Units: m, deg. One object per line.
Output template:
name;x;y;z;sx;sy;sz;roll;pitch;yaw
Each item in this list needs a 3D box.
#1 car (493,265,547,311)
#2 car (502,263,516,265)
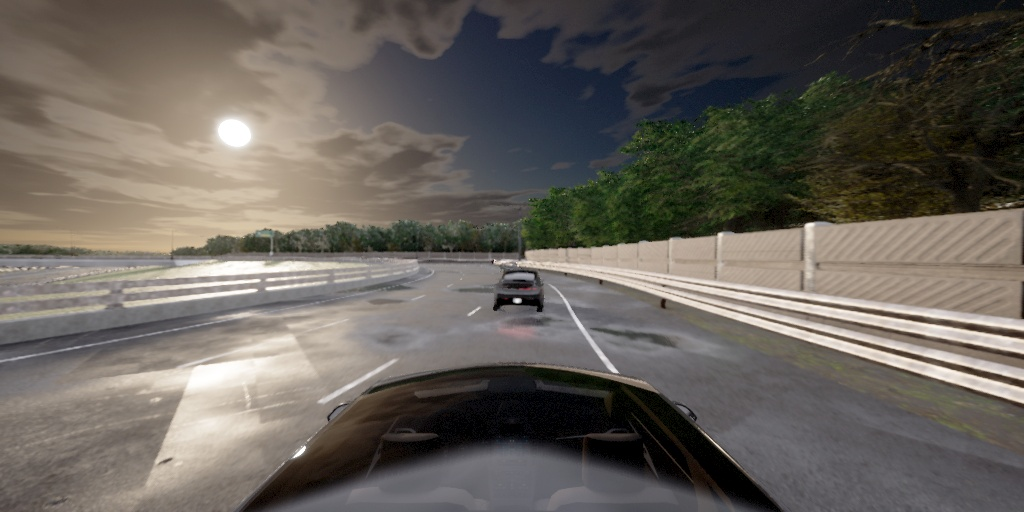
car;0.374;1.298;14.754;1.837;1.490;4.892;1;0;5
car;-0.366;1.463;41.650;1.895;1.301;4.718;1;0;-9
